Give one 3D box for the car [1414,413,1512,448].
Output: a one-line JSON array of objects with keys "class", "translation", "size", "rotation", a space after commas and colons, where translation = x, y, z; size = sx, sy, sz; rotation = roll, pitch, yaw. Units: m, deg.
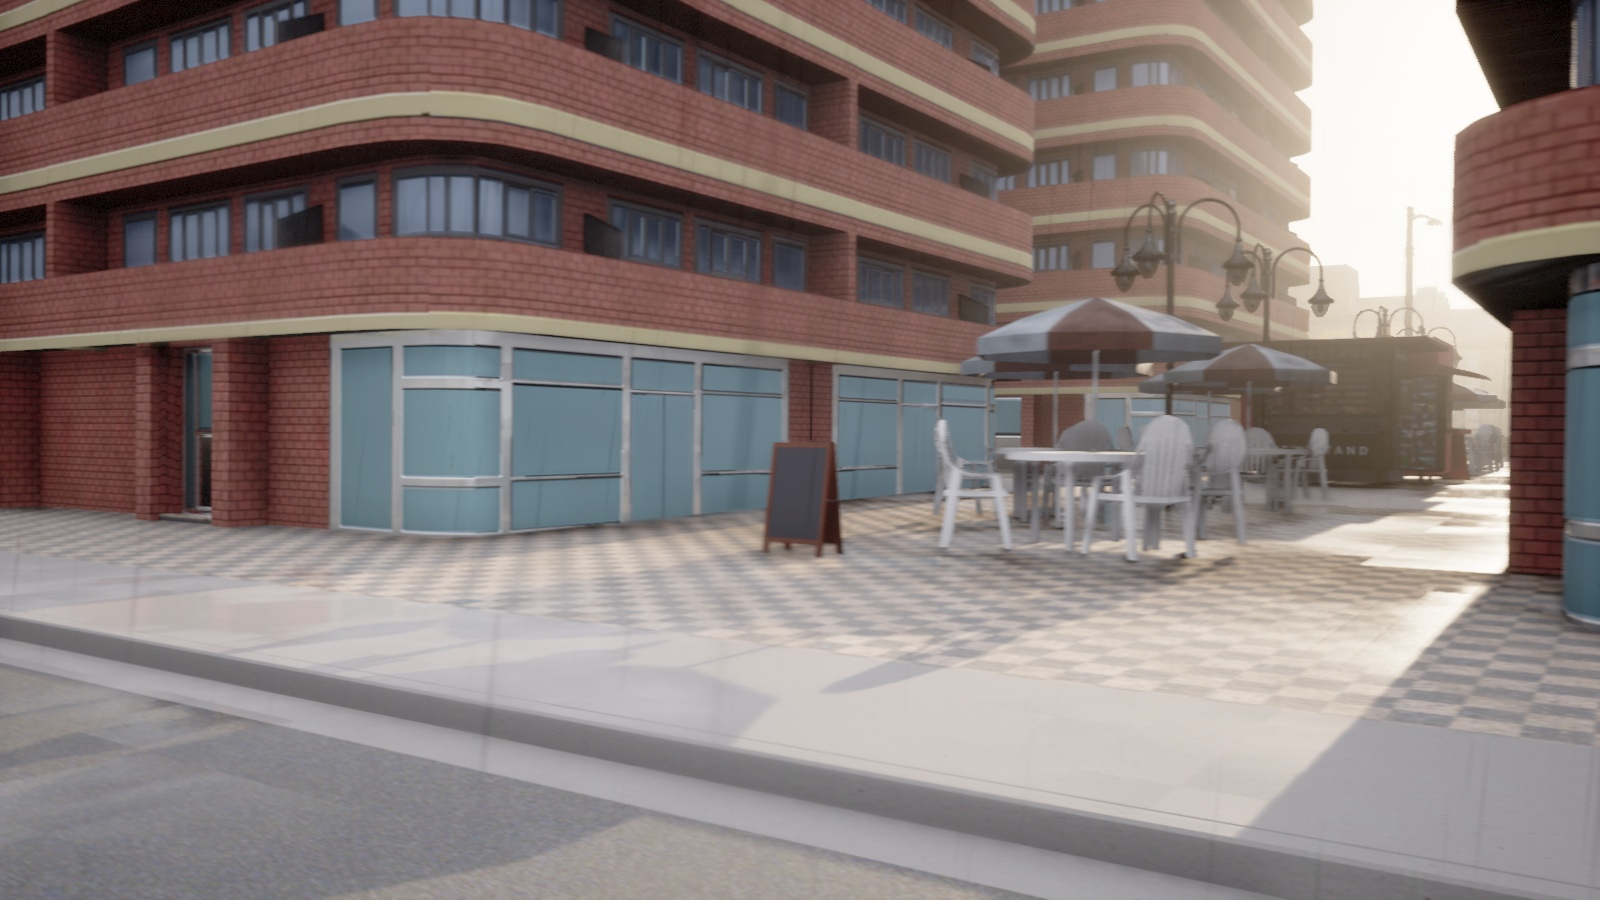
[{"class": "car", "translation": [36.536, -1.060, 69.225], "size": [4.553, 1.767, 2.097], "rotation": [-1, 0, 34]}]
